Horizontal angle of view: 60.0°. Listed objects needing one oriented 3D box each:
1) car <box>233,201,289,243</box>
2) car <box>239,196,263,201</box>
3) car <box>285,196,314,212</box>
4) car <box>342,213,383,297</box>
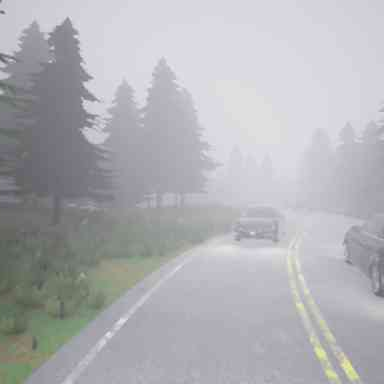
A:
[{"bbox_3d":[3.235,1.376,15.421,1.837,1.490,4.892,-1,0,20],"label":"car"},{"bbox_3d":[7.954,1.296,46.001,1.812,1.442,4.674,3,-3,-26],"label":"car"},{"bbox_3d":[10.702,1.166,33.702,1.837,1.490,4.892,1,0,-2],"label":"car"},{"bbox_3d":[5.225,1.282,8.278,2.097,1.767,4.553,0,1,14],"label":"car"}]
